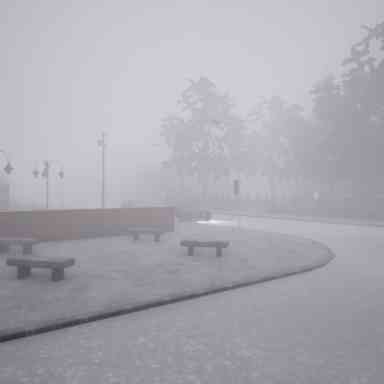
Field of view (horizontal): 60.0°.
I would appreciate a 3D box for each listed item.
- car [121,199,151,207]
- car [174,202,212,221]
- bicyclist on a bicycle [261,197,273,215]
[{"bbox_3d":[-6.011,1.499,35.469,1.837,1.490,4.892,0,0,-35],"label":"car"},{"bbox_3d":[-0.239,1.558,27.335,1.994,1.385,4.181,0,0,-35],"label":"car"},{"bbox_3d":[7.101,1.341,31.495,1.656,1.620,0.582,0,0,-36],"label":"bicyclist on a bicycle"}]
